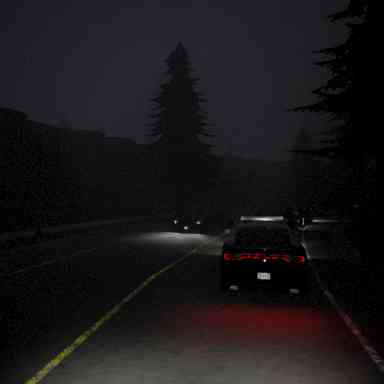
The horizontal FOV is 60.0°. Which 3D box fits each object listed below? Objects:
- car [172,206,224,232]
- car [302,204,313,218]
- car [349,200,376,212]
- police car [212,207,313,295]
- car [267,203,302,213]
[{"bbox_3d":[0.729,1.547,20.445,2.033,1.411,5.357,0,0,24],"label":"car"},{"bbox_3d":[7.053,1.506,22.973,1.837,1.490,4.892,0,0,30],"label":"car"},{"bbox_3d":[20.222,1.564,38.705,4.181,1.385,1.994,0,0,-34],"label":"car"},{"bbox_3d":[1.881,1.425,8.988,1.930,1.638,5.238,0,0,11],"label":"police car"},{"bbox_3d":[4.568,1.478,17.895,1.882,1.535,5.008,0,0,23],"label":"car"}]
